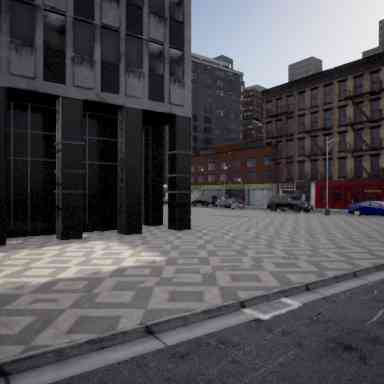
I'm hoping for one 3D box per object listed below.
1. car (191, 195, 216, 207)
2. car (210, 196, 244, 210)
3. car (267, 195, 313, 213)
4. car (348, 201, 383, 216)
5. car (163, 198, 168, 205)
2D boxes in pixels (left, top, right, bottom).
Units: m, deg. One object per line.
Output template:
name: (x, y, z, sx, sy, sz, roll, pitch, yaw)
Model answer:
car: (2.175, 1.522, 56.641, 2.150, 2.045, 5.566, 0, 0, -36)
car: (5.286, 1.727, 47.076, 2.128, 1.511, 4.902, 0, 0, -36)
car: (11.320, 1.392, 38.821, 2.150, 2.045, 5.566, 0, -1, -36)
car: (17.167, 1.577, 30.820, 1.882, 1.535, 5.008, 0, -1, -37)
car: (-4.041, 1.844, 65.042, 1.837, 1.490, 4.892, 0, 0, -36)
